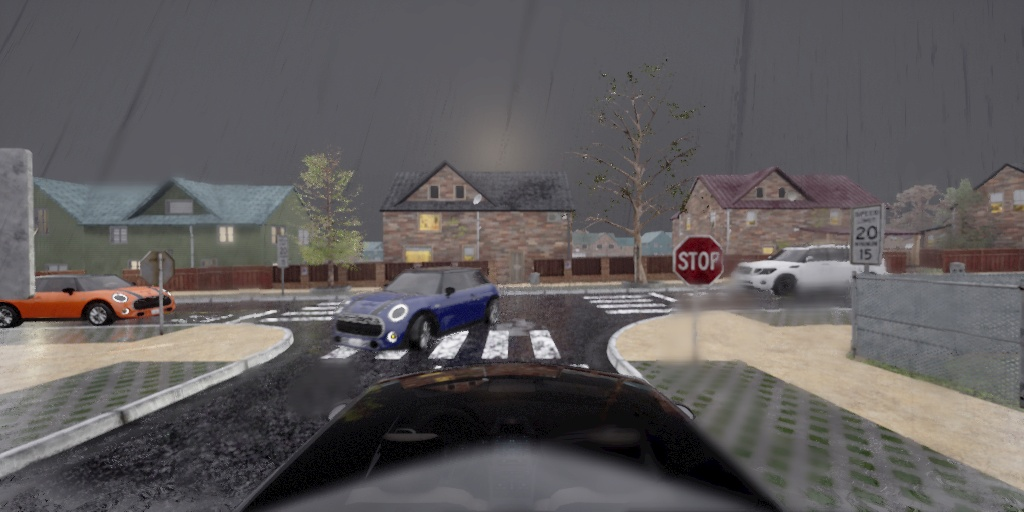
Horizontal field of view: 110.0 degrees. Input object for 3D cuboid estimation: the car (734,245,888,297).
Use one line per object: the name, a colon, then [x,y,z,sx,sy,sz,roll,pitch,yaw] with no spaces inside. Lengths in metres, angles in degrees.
car: [12.794,0.576,15.511,5.566,2.045,2.150,-1,1,0]

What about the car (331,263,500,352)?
car: [-2.122,1.095,9.084,2.097,1.767,4.553,0,0,26]

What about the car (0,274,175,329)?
car: [-14.692,1.405,12.511,4.553,1.767,2.097,-1,1,0]
